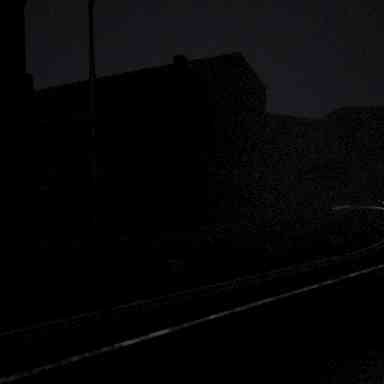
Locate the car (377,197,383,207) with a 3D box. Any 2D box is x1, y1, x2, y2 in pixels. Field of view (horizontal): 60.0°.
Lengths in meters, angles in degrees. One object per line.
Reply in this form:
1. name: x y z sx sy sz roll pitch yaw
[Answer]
1. car: 20.394 0.695 32.807 4.674 1.442 1.812 -2 1 -27
